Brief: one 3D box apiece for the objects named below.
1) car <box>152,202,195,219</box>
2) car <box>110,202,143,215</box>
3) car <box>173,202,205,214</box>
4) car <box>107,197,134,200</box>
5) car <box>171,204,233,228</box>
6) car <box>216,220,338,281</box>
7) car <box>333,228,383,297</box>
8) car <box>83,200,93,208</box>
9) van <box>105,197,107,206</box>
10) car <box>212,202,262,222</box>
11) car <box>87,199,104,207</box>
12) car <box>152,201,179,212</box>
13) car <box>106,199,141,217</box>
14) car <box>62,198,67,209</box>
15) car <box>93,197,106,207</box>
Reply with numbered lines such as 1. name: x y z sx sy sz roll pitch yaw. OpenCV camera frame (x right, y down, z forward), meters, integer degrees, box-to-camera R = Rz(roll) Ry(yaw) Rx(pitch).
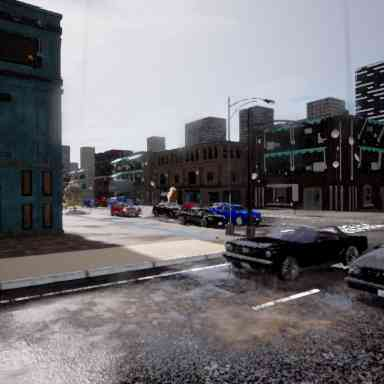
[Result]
1. car: -2.212 1.813 33.282 2.128 1.511 4.902 -1 0 -35
2. car: -8.343 1.989 41.915 2.033 1.411 5.357 -1 0 -35
3. car: -0.454 1.904 40.786 1.802 1.307 4.206 -2 0 -35
4. car: -10.405 1.722 50.313 2.150 2.045 5.566 -1 0 -35
5. car: 0.660 1.814 24.549 1.947 1.339 4.313 -2 0 -35
6. car: 3.195 1.600 9.956 4.718 1.301 1.895 0 0 -35
7. car: 5.842 1.545 7.851 5.357 1.411 2.033 0 0 -35
8. car: -19.550 2.194 63.201 1.812 1.442 4.674 -1 0 -35
9. van: -13.290 1.907 58.829 1.690 1.788 3.998 -1 0 -35
10. car: 3.187 1.692 25.685 1.882 1.535 5.008 -1 0 -36
11. car: -19.701 2.228 67.851 1.887 1.381 4.507 -1 0 -35
12. car: -3.661 1.966 45.297 1.802 1.307 4.206 -2 0 -35
13. car: -7.285 1.846 35.928 1.967 1.590 4.097 -1 0 -35
14. car: -23.223 2.233 58.344 1.752 1.417 4.829 -1 0 -35
15. car: -16.498 1.940 63.340 2.192 1.841 5.009 -1 0 -35
